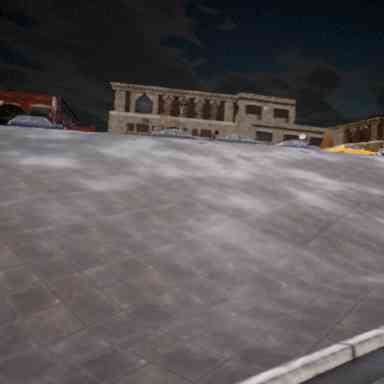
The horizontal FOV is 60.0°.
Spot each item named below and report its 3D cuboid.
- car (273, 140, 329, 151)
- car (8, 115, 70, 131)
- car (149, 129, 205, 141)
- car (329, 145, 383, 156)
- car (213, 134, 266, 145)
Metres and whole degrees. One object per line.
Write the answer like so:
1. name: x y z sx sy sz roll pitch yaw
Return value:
1. car: 9.608 -3.911 30.434 4.674 1.452 2.002 3 -1 -11
2. car: -12.007 -5.131 26.468 4.553 1.767 2.185 3 -1 -10
3. car: -1.252 -4.502 28.380 4.892 1.521 2.231 3 -1 -10
4. car: 15.019 -3.660 31.632 5.008 1.535 2.097 3 -1 -12
5. car: 4.175 -4.236 29.354 4.892 1.521 2.231 3 -1 -10
